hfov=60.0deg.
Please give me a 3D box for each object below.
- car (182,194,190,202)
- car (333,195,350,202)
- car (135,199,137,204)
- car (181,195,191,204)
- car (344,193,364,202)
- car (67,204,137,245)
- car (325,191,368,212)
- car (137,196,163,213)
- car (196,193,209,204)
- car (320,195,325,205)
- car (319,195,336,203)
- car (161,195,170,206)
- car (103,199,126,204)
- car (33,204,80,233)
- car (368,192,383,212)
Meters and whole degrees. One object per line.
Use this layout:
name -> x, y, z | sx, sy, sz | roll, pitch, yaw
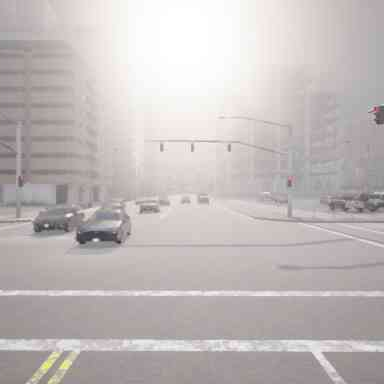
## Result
car -> -1.311, 1.304, 74.454 | 1.882, 1.535, 5.008 | 0, 0, 0
car -> 30.669, 1.364, 68.426 | 1.784, 1.438, 3.905 | 0, 0, 0
car -> -8.224, 1.526, 54.712 | 1.812, 1.442, 4.674 | 0, 0, -1
car -> -1.233, 1.601, 65.383 | 1.895, 1.301, 4.718 | 0, 0, 0
car -> 33.352, 1.153, 68.490 | 1.932, 1.855, 4.605 | 0, 0, 0
car -> -3.987, 1.547, 15.931 | 2.033, 1.411, 5.357 | 0, 0, -3
car -> 16.569, 1.153, 35.841 | 1.932, 1.855, 4.605 | 0, 0, 0
car -> -4.590, 1.504, 36.909 | 1.837, 1.490, 4.892 | 0, 0, 0
car -> 2.273, 1.478, 64.710 | 1.882, 1.535, 5.008 | 0, 0, 0
car -> 22.081, 1.395, 53.281 | 1.970, 1.475, 3.806 | 0, 0, 0
car -> 27.773, 1.395, 68.412 | 1.970, 1.475, 3.806 | 0, 0, 0
car -> -4.724, 1.352, 53.642 | 2.097, 1.767, 4.553 | 0, 0, 0
car -> -8.070, 1.491, 34.642 | 2.128, 1.511, 4.902 | 0, 0, 0
car -> -7.679, 1.505, 19.667 | 1.837, 1.490, 4.892 | 0, 0, -3
car -> 19.463, 1.156, 35.801 | 1.905, 1.878, 3.866 | 0, 0, 0
